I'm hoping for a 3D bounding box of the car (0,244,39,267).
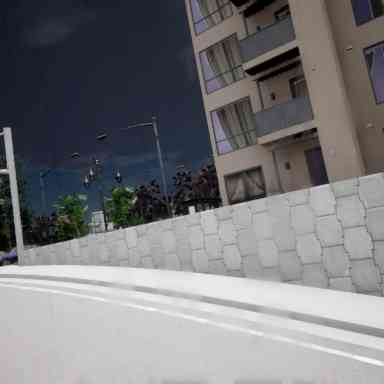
[{"bbox_3d":[-15.565,5.661,29.614,2.097,1.767,4.553,-15,-9,35],"label":"car"}]
